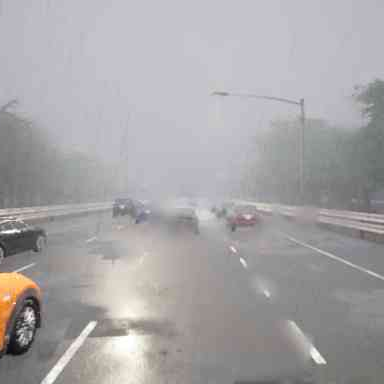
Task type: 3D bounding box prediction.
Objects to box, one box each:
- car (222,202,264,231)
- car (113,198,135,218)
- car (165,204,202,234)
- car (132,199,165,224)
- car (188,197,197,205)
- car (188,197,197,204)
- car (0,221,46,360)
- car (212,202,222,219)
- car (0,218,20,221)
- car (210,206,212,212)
[{"bbox_3d":[3.523,1.647,22.956,2.097,1.767,4.553,0,-1,0],"label":"car"},{"bbox_3d":[-6.856,1.676,35.426,2.150,2.045,5.566,0,-1,0],"label":"car"},{"bbox_3d":[-0.432,1.778,21.104,1.837,1.490,4.892,-1,0,1],"label":"car"},{"bbox_3d":[-3.370,1.711,28.090,2.097,1.767,4.553,0,-1,0],"label":"car"},{"bbox_3d":[0.141,2.295,84.308,2.150,2.045,5.566,0,-1,0],"label":"car"},{"bbox_3d":[0.122,2.489,74.686,2.033,1.411,5.357,0,-1,0],"label":"car"},{"bbox_3d":[-3.401,1.396,3.381,2.097,1.767,4.553,0,-1,0],"label":"car"},{"bbox_3d":[3.544,1.787,33.956,2.097,1.767,4.553,0,-1,0],"label":"car"},{"bbox_3d":[-6.897,1.643,11.723,2.128,1.511,4.902,0,-1,0],"label":"car"},{"bbox_3d":[3.565,2.079,45.013,2.163,1.488,4.792,0,-1,0],"label":"car"}]
